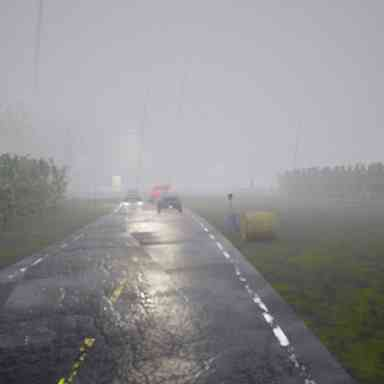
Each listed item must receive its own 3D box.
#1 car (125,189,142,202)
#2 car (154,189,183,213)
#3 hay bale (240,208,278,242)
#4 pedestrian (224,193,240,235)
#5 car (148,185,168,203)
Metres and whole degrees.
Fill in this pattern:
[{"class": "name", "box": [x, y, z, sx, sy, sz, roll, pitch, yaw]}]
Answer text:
[{"class": "car", "box": [-7.212, 0.400, 40.825, 1.837, 1.490, 4.892, 0, 1, -11]}, {"class": "car", "box": [-1.828, 0.775, 26.103, 1.837, 1.490, 4.892, 0, 1, -8]}, {"class": "hay bale", "box": [2.633, 1.276, 13.237, 1.220, 1.180, 1.240, 0, 2, -4]}, {"class": "pedestrian", "box": [1.697, 0.886, 14.091, 0.375, 1.860, 0.375, 0, 2, -9]}, {"class": "car", "box": [-3.799, 0.183, 38.003, 2.150, 2.045, 5.566, 0, 1, -11]}]
